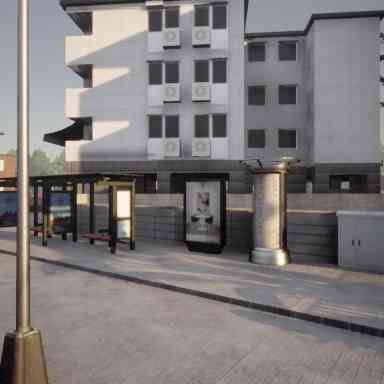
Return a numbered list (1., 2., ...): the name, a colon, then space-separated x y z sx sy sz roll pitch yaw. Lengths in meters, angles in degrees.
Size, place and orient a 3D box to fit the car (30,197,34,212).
1. car: -16.871 1.352 34.256 2.097 1.767 4.553 0 0 36
